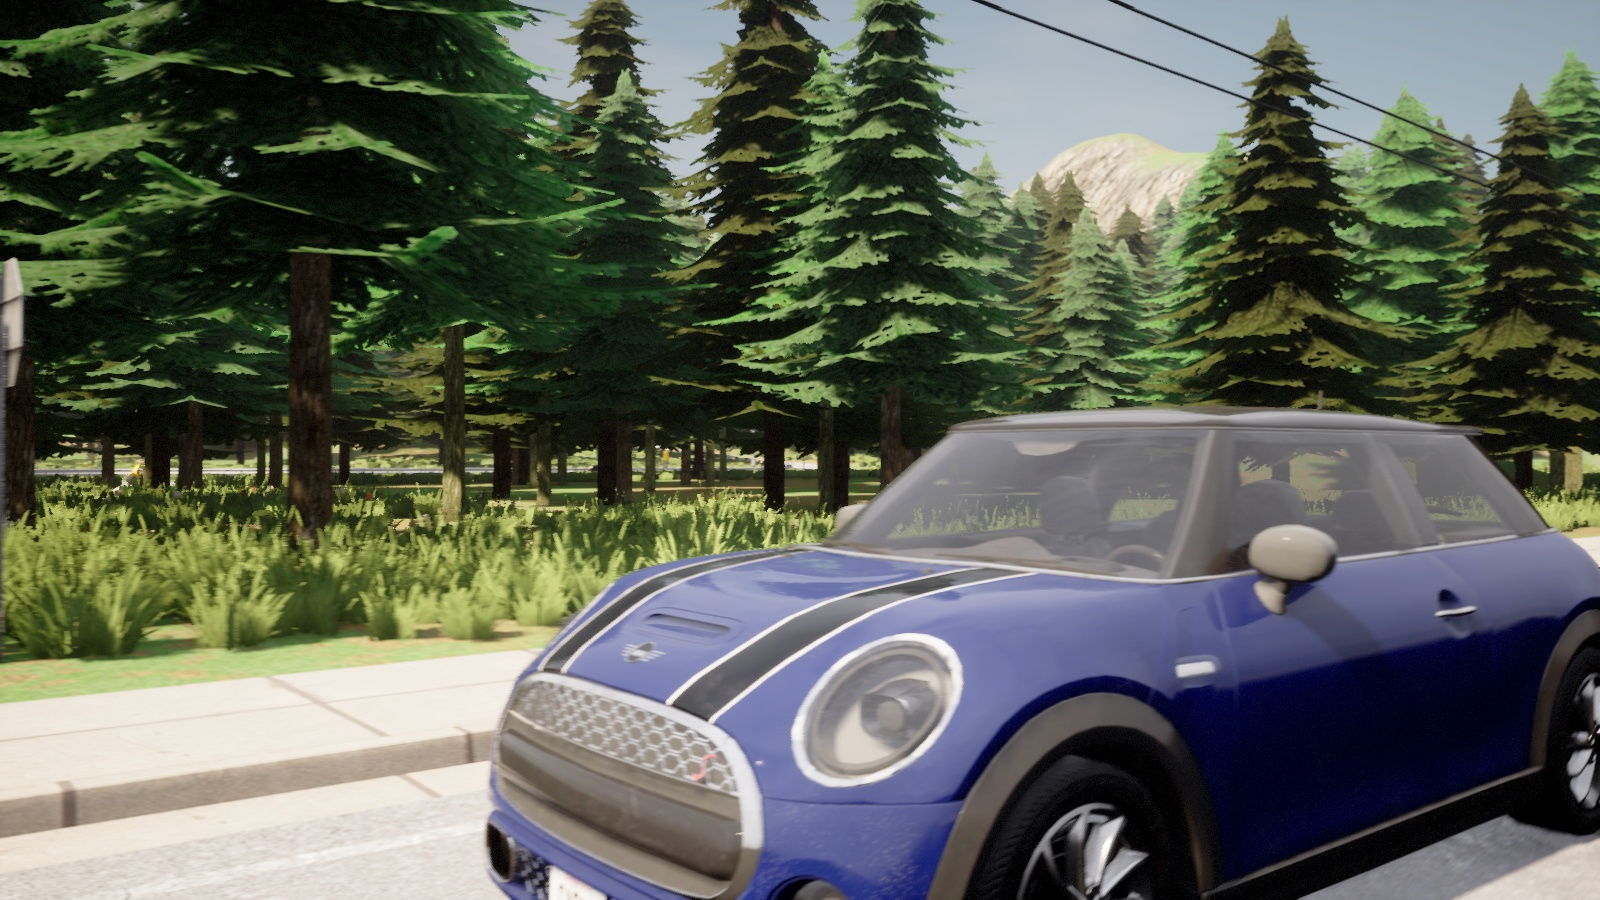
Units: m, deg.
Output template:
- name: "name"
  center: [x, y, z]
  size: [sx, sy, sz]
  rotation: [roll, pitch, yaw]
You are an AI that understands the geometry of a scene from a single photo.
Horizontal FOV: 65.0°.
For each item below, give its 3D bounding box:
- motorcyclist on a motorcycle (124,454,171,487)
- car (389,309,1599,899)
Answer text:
- name: "motorcyclist on a motorcycle"
  center: [-31.105, 0.967, 59.881]
  size: [1.817, 1.590, 0.866]
  rotation: [0, 0, -42]
- name: "car"
  center: [1.110, 0.615, 4.637]
  size: [4.553, 1.767, 2.097]
  rotation: [0, 0, -37]
